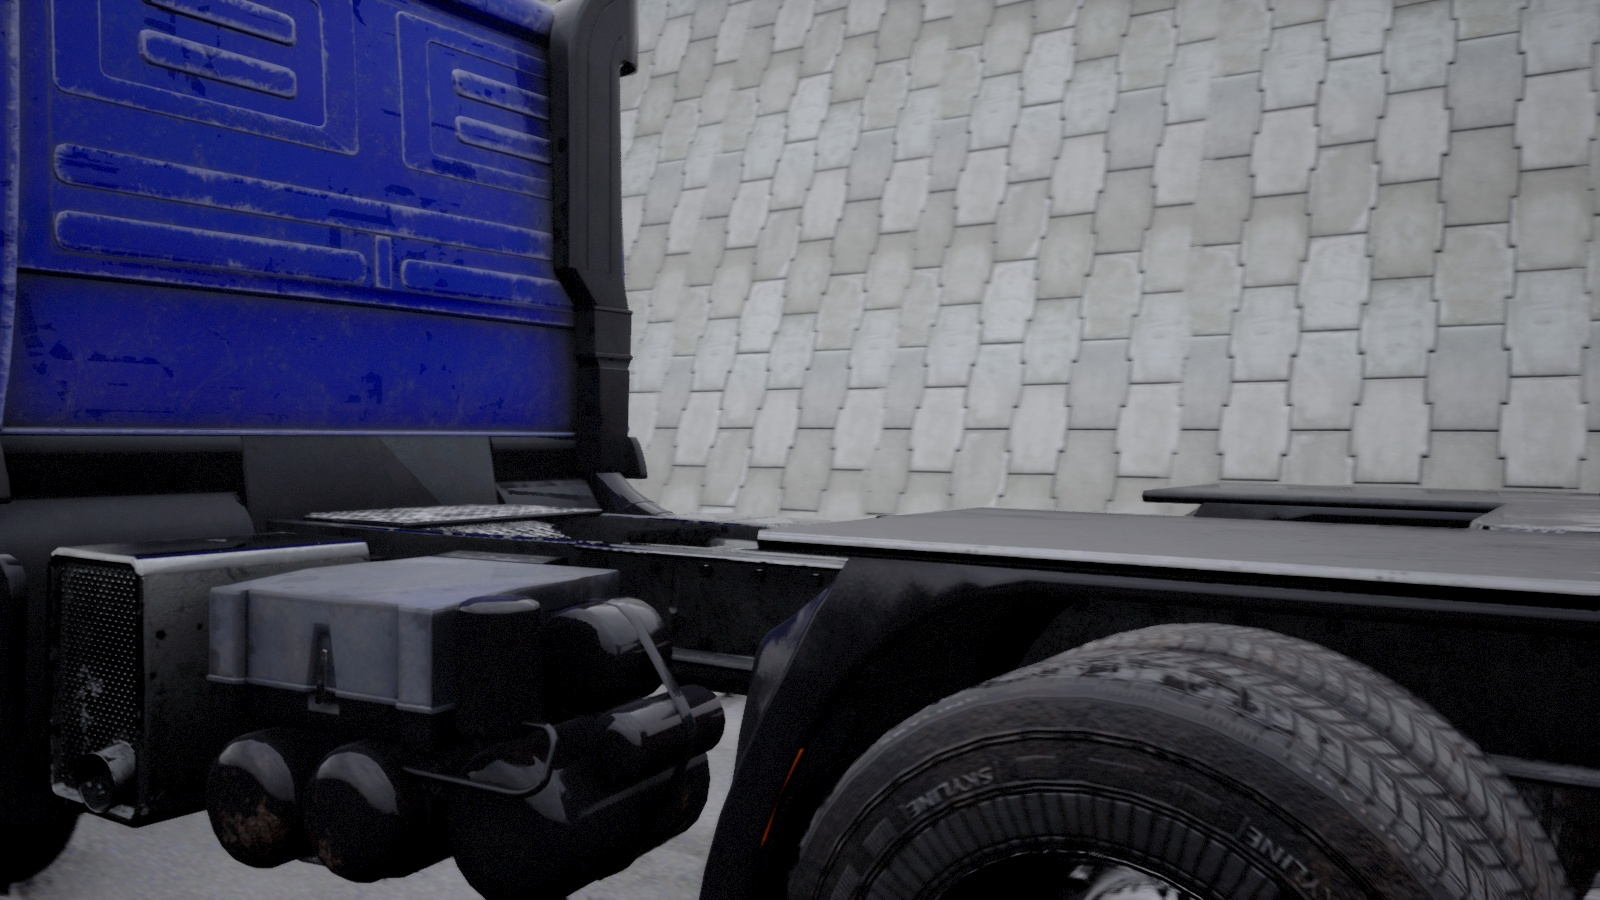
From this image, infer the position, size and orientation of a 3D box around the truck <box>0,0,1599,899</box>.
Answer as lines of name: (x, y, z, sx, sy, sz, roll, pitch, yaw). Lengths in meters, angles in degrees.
truck: (-0.098, -0.300, 3.669, 7.936, 3.462, 2.891, 0, 1, 34)
